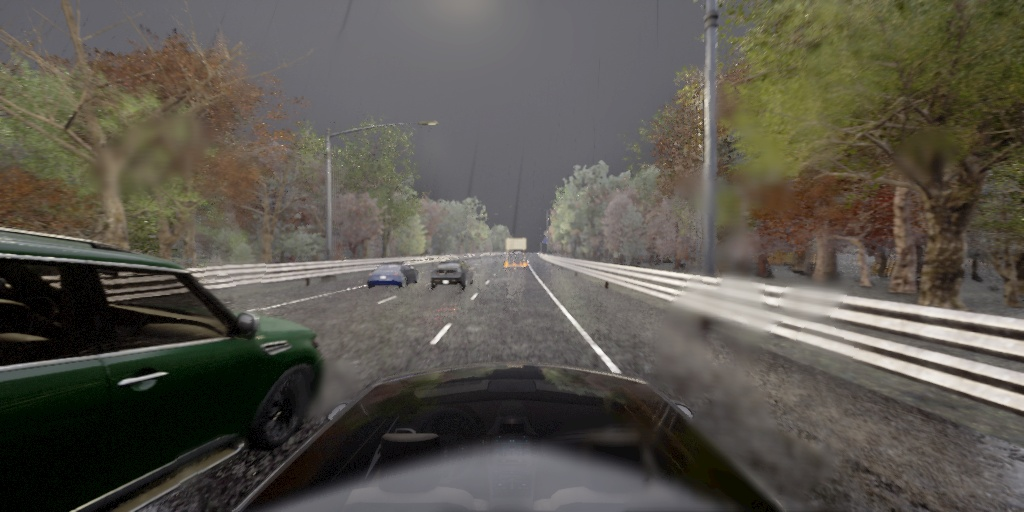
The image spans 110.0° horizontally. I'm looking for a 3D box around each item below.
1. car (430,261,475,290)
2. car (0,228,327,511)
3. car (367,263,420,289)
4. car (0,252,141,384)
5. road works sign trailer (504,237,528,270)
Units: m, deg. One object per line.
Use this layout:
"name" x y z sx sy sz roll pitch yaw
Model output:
"car" -3.286 1.013 20.312 1.837 1.490 4.892 0 1 1
"car" -3.333 0.805 2.113 2.150 2.045 5.566 8 -5 1
"car" -6.767 1.064 20.882 1.994 1.385 4.181 0 1 0
"car" -6.952 0.800 3.175 2.128 1.511 4.902 -4 1 0
"road works sign trailer" 0.432 -0.288 39.619 2.380 3.560 2.880 0 0 2
